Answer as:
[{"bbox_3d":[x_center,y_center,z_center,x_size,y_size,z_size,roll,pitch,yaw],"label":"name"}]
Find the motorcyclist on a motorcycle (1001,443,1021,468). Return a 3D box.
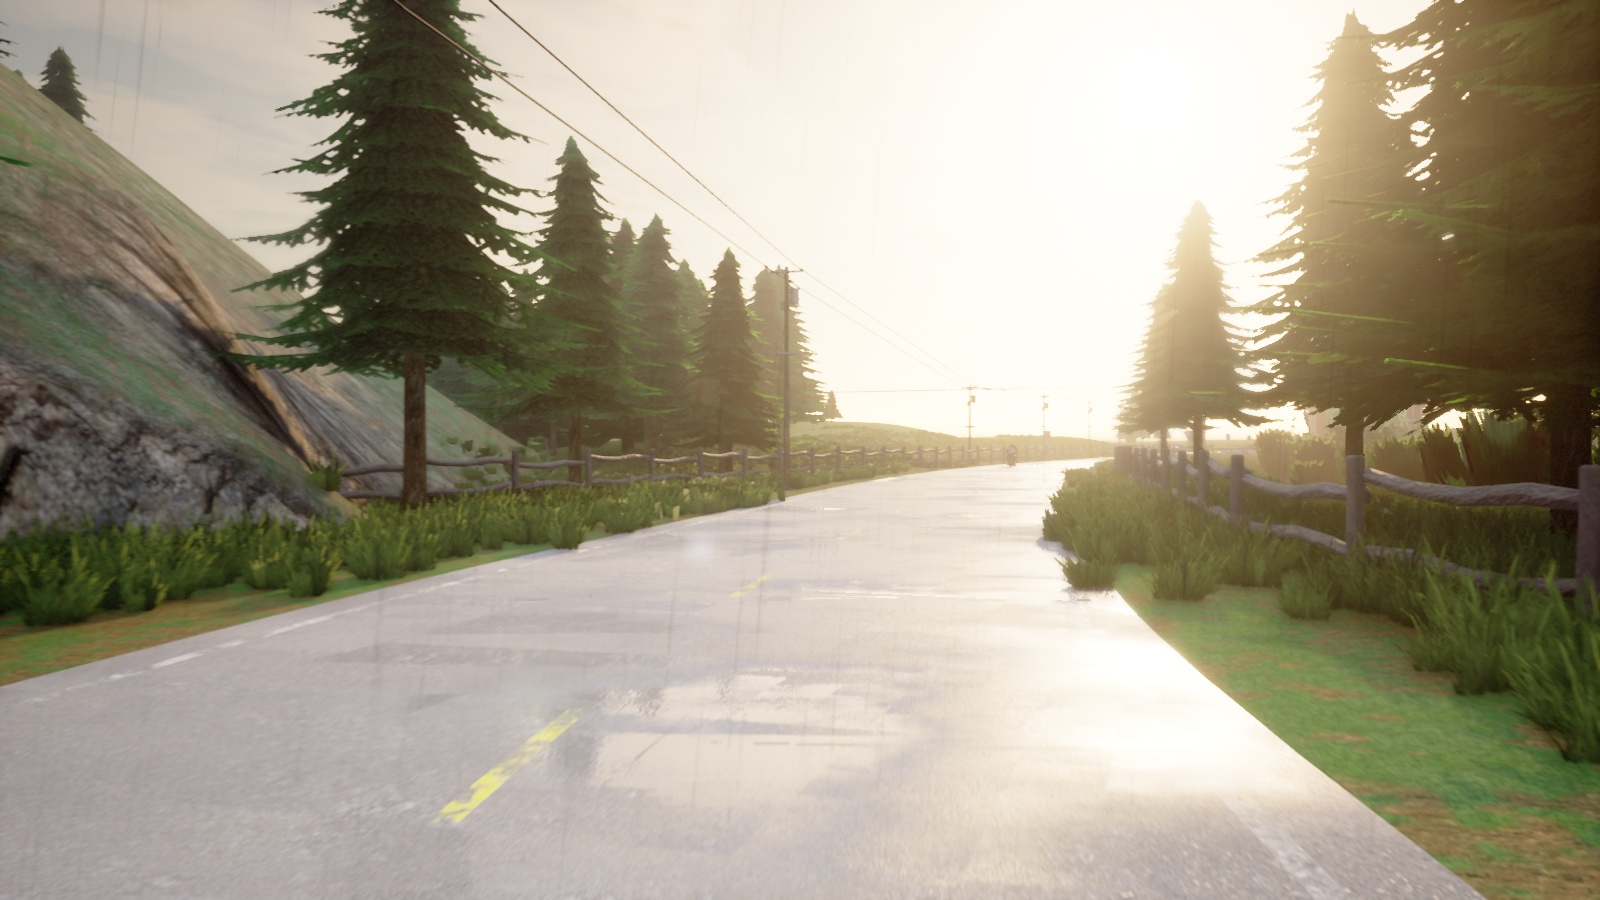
[{"bbox_3d":[13.143,0.357,78.263,0.866,1.530,2.191,0,0,19],"label":"motorcyclist on a motorcycle"}]
